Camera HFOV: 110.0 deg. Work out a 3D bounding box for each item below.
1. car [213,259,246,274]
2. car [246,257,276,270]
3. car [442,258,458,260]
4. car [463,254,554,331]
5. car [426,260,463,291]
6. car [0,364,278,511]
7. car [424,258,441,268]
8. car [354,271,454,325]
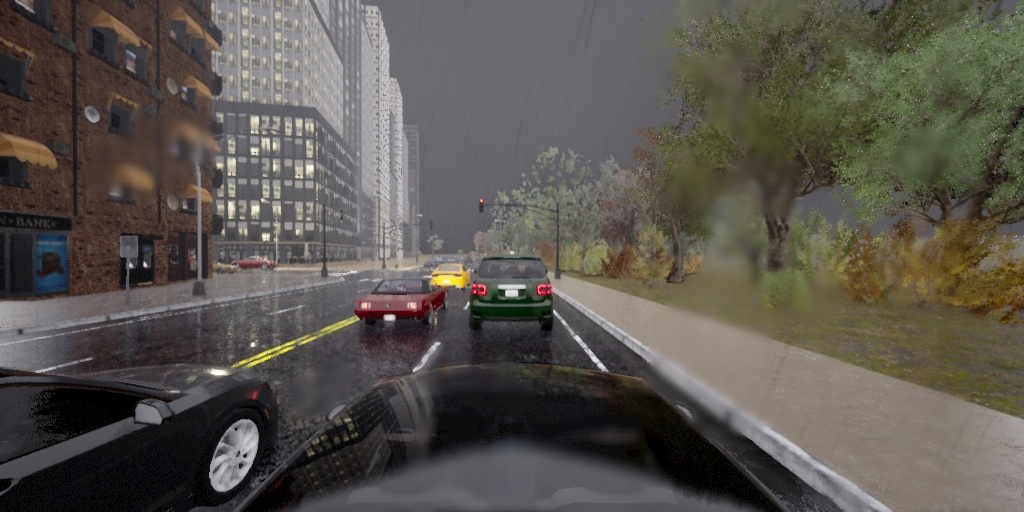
[{"bbox_3d":[-26.645,0.905,31.370,4.829,1.417,1.751,0,0,-11],"label":"car"},{"bbox_3d":[-28.671,0.762,39.685,4.097,1.591,1.967,0,0,-11],"label":"car"},{"bbox_3d":[-9.934,1.194,59.023,2.033,1.411,5.357,0,0,-6],"label":"car"},{"bbox_3d":[-0.029,0.959,11.058,2.150,2.045,5.566,0,0,-1],"label":"car"},{"bbox_3d":[-3.582,1.199,21.528,1.882,1.535,5.008,0,0,-2],"label":"car"},{"bbox_3d":[-3.181,1.253,1.496,1.837,1.490,4.892,0,0,0],"label":"car"},{"bbox_3d":[-13.136,1.214,58.322,1.994,1.385,4.181,0,0,-6],"label":"car"},{"bbox_3d":[-3.282,1.337,11.713,1.895,1.301,4.718,0,0,-1],"label":"car"}]
